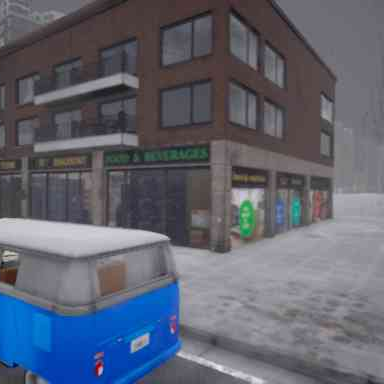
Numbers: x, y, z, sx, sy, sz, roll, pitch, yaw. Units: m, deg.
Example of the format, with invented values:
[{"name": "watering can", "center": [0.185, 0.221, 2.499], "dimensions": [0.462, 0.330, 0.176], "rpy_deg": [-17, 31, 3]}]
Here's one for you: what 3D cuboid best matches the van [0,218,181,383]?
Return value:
[{"name": "van", "center": [-2.047, 1.320, 4.530], "dimensions": [3.998, 1.788, 1.690], "rpy_deg": [0, 1, 36]}]
